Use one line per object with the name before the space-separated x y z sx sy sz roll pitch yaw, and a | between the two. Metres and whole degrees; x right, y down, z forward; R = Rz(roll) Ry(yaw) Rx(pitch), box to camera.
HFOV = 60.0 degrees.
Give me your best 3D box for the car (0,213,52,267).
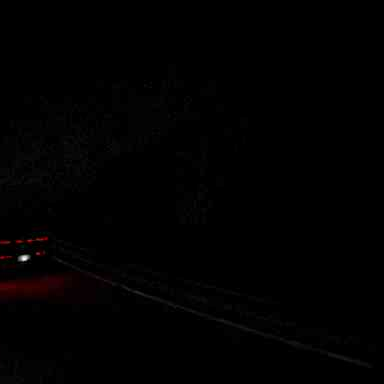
car | -5.936 1.429 10.378 1.837 1.490 4.892 0 0 -42
